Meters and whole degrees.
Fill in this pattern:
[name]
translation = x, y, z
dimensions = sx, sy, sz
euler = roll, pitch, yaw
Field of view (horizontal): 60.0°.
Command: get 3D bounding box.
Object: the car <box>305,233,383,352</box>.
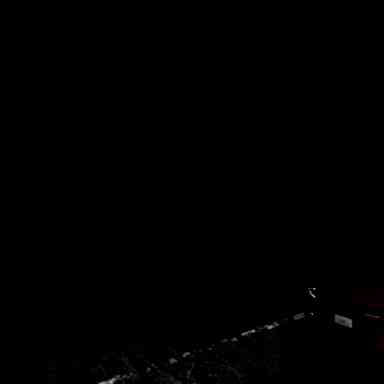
[car]
translation = 4.078, 1.442, 5.886
dimensions = 5.008, 1.535, 1.882
euler = 0, 0, -35
